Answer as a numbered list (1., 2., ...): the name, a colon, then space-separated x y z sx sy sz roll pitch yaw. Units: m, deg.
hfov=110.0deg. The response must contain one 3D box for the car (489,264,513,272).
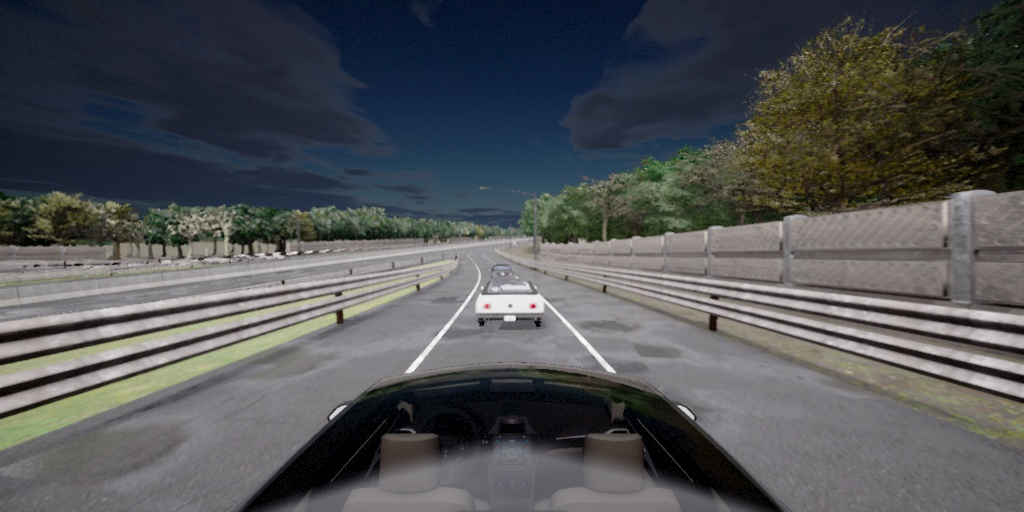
1. car: -0.841 1.350 28.355 2.033 1.411 5.357 0 0 -4

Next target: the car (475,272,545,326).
1. car: -0.102 1.371 11.743 1.895 1.301 4.718 0 0 -1
